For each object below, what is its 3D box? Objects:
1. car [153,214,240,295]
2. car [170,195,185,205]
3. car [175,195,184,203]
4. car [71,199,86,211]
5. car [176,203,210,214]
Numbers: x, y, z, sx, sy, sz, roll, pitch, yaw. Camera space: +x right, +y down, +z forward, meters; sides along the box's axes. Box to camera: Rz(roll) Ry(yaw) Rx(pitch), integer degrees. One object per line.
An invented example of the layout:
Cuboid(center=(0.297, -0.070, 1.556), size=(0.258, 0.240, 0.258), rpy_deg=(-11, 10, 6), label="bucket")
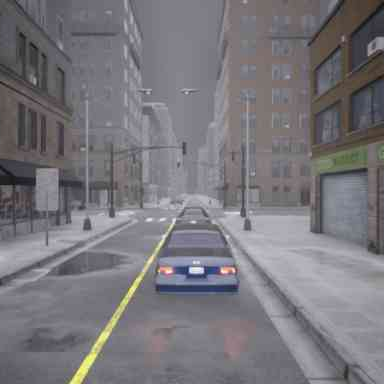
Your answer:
Cuboid(center=(0.098, 1.544, 8.853), size=(2.033, 1.411, 5.357), rpy_deg=(0, 0, 0), label="car")
Cuboid(center=(-2.725, 1.336, 57.885), size=(2.097, 1.767, 4.553), rpy_deg=(0, 0, 0), label="car")
Cuboid(center=(-2.625, 1.507, 72.799), size=(1.812, 1.442, 4.674), rpy_deg=(0, 0, 0), label="car")
Cuboid(center=(-14.677, 1.528, 39.337), size=(4.313, 1.339, 1.947), rpy_deg=(0, 0, 0), label="car")
Cuboid(center=(0.095, 1.557, 19.399), size=(1.994, 1.385, 4.181), rpy_deg=(0, 0, 1), label="car")
